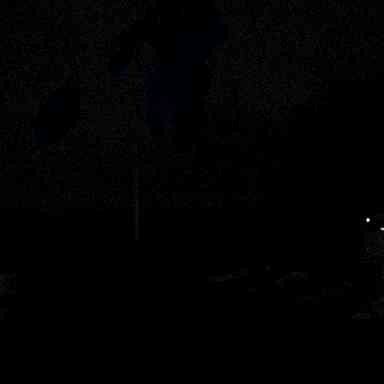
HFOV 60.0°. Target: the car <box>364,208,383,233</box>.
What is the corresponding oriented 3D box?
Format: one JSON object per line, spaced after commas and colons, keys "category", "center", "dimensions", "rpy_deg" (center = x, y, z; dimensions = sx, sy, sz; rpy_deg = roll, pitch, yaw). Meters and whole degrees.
{"category": "car", "center": [11.130, 1.522, 18.098], "dimensions": [4.718, 1.301, 1.895], "rpy_deg": [0, 0, -43]}
